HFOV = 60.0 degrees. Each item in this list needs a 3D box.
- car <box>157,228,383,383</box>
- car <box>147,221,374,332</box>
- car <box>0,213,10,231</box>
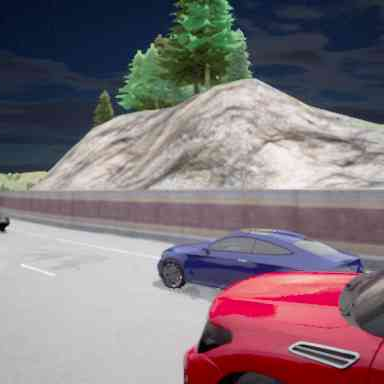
[{"bbox_3d":[2.575,1.229,2.193,5.566,2.045,2.150,-1,0,35],"label":"car"},{"bbox_3d":[1.314,1.546,7.502,4.674,1.442,1.812,0,0,37],"label":"car"},{"bbox_3d":[-12.390,1.614,19.482,4.718,1.301,1.895,0,0,45],"label":"car"}]
